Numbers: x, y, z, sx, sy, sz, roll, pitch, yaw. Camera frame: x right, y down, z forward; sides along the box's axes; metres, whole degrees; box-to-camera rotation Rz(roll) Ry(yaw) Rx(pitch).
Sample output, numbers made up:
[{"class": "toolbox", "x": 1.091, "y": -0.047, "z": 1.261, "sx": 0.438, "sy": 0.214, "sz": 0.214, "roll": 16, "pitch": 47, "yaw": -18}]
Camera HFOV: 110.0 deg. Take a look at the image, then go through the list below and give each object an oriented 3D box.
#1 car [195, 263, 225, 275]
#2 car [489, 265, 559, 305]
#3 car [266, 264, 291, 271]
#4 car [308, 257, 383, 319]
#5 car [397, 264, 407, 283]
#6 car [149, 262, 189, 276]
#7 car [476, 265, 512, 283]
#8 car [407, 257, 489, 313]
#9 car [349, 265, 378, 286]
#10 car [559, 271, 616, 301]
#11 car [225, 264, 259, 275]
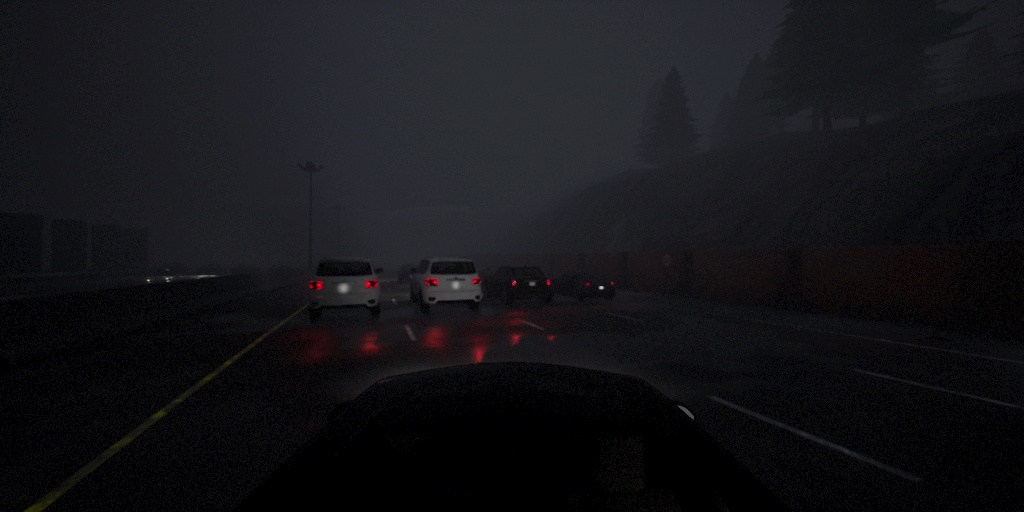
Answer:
[{"class": "car", "x": -35.905, "y": 1.565, "z": 42.885, "sx": 1.994, "sy": 1.385, "sz": 4.181, "roll": 0, "pitch": 0, "yaw": -21}, {"class": "car", "x": 0.100, "y": 1.197, "z": 16.875, "sx": 2.097, "sy": 1.767, "sz": 4.553, "roll": 0, "pitch": -1, "yaw": -21}, {"class": "car", "x": -29.095, "y": 1.615, "z": 44.715, "sx": 1.895, "sy": 1.301, "sz": 4.718, "roll": 0, "pitch": 0, "yaw": -21}, {"class": "car", "x": -6.133, "y": 1.048, "z": 13.541, "sx": 2.150, "sy": 2.045, "sz": 5.566, "roll": 0, "pitch": 0, "yaw": -21}, {"class": "car", "x": -8.623, "y": 1.406, "z": 30.281, "sx": 1.882, "sy": 1.535, "sz": 5.008, "roll": 0, "pitch": 0, "yaw": -20}, {"class": "car", "x": -38.801, "y": 1.464, "z": 40.689, "sx": 1.882, "sy": 1.535, "sz": 5.008, "roll": 0, "pitch": 0, "yaw": -21}, {"class": "car", "x": -1.723, "y": 1.540, "z": 31.763, "sx": 1.895, "sy": 1.301, "sz": 4.718, "roll": 0, "pitch": 0, "yaw": -20}, {"class": "car", "x": -2.873, "y": 1.057, "z": 14.811, "sx": 2.150, "sy": 2.045, "sz": 5.566, "roll": 0, "pitch": 0, "yaw": -21}, {"class": "car", "x": -11.676, "y": 1.480, "z": 28.429, "sx": 1.994, "sy": 1.385, "sz": 4.181, "roll": 0, "pitch": 0, "yaw": -20}, {"class": "car", "x": 3.356, "y": 1.419, "z": 18.156, "sx": 1.994, "sy": 1.385, "sz": 4.181, "roll": 0, "pitch": 0, "yaw": -20}, {"class": "car", "x": -32.327, "y": 1.606, "z": 43.387, "sx": 1.895, "sy": 1.301, "sz": 4.718, "roll": 0, "pitch": 0, "yaw": -21}]
